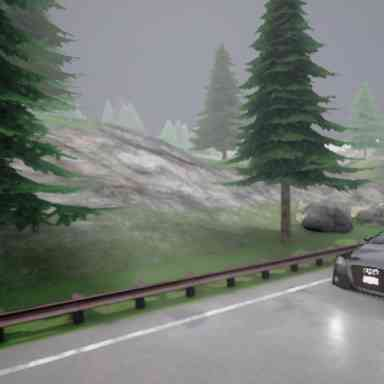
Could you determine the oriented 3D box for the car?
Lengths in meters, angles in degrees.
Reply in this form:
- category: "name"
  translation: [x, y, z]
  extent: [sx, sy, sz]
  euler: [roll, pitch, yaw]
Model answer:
- category: "car"
  translation: [5.058, 1.500, 7.530]
  extent: [4.181, 1.385, 1.994]
  euler: [0, 0, -35]
